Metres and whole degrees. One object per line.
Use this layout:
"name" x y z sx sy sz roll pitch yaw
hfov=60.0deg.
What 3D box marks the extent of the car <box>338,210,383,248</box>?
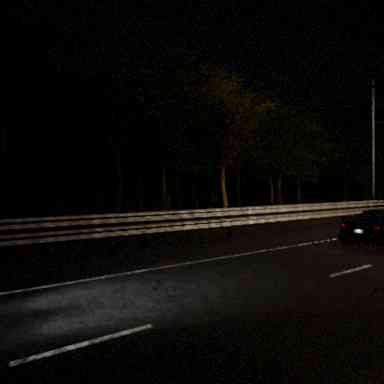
"car" 7.909 1.426 13.708 4.181 1.385 1.994 -1 0 -36
